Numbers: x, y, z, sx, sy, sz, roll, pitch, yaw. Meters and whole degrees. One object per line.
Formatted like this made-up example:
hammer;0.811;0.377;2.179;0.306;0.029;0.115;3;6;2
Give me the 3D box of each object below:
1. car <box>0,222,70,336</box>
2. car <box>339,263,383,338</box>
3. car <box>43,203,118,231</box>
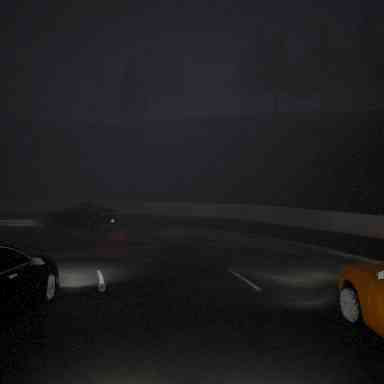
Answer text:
car;-3.587;1.489;4.979;1.837;1.490;4.892;0;0;-3
car;3.554;1.464;3.913;1.882;1.535;5.008;0;0;-1
car;-6.755;1.425;20.047;4.902;1.511;2.128;0;0;25
